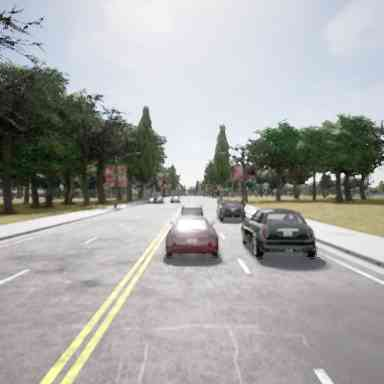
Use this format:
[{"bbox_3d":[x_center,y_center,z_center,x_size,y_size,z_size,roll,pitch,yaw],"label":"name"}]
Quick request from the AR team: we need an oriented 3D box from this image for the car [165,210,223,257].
[{"bbox_3d":[0.018,1.647,13.425,1.994,1.385,4.181,0,0,0],"label":"car"}]

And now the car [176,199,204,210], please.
[{"bbox_3d":[0.009,1.579,28.462,2.128,1.511,4.902,0,0,0],"label":"car"}]

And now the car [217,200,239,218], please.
[{"bbox_3d":[3.259,1.437,28.394,2.097,1.767,4.553,0,0,0],"label":"car"}]

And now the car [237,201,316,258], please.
[{"bbox_3d":[3.266,1.434,13.399,2.097,1.767,4.553,0,0,0],"label":"car"}]

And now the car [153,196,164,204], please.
[{"bbox_3d":[-6.542,1.566,65.298,2.128,1.511,4.902,0,0,0],"label":"car"}]

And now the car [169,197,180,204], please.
[{"bbox_3d":[-3.297,1.626,65.328,1.994,1.385,4.181,0,0,0],"label":"car"}]
